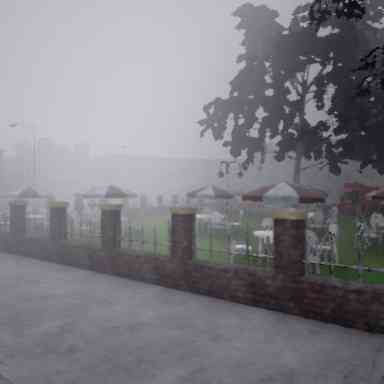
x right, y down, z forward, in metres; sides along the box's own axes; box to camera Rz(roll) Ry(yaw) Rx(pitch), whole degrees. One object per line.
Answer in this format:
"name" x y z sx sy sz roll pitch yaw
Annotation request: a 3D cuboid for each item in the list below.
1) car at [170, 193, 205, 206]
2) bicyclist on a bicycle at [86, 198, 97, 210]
"car" -0.648 1.152 51.914 5.566 2.045 2.150 0 -1 -28
"bicyclist on a bicycle" -8.398 1.285 27.924 1.656 1.620 0.582 0 0 35
